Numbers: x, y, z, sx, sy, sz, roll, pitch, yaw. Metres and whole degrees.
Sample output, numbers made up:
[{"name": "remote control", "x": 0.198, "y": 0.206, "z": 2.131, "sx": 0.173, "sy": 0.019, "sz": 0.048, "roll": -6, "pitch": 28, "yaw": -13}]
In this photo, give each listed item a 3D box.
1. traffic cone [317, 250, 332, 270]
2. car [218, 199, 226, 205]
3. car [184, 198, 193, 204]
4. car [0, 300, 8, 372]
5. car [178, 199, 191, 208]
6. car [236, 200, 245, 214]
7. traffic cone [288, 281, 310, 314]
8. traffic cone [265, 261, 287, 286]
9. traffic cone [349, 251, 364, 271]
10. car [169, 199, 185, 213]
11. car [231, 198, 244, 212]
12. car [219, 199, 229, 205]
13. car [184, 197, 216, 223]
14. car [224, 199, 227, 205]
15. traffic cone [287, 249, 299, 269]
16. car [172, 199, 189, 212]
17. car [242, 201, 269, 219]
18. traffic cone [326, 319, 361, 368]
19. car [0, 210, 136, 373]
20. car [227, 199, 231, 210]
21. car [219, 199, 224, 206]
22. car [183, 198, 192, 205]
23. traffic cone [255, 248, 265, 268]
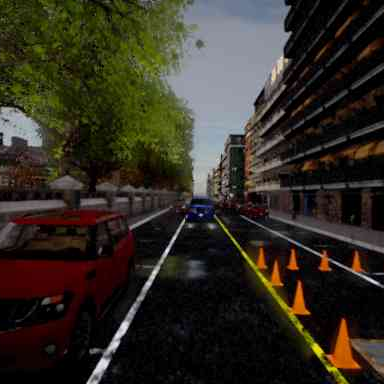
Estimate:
[{"name": "traffic cone", "x": 4.198, "y": 2.142, "z": 10.534, "sx": 0.340, "sy": 0.580, "sz": 0.340, "roll": 1, "pitch": 0, "yaw": 1}, {"name": "car", "x": 7.678, "y": 2.414, "z": 84.712, "sx": 1.752, "sy": 1.417, "sz": 4.829, "roll": 1, "pitch": -1, "yaw": 1}, {"name": "car", "x": -0.815, "y": 2.169, "z": 79.083, "sx": 2.008, "sy": 1.369, "sz": 4.403, "roll": 1, "pitch": -1, "yaw": 1}, {"name": "car", "x": -2.415, "y": 1.485, "z": 0.279, "sx": 1.887, "sy": 1.381, "sz": 4.507, "roll": 1, "pitch": 0, "yaw": 1}, {"name": "car", "x": -1.272, "y": 1.963, "z": 56.568, "sx": 2.008, "sy": 1.369, "sz": 4.403, "roll": 1, "pitch": 0, "yaw": 1}, {"name": "car", "x": 6.761, "y": 2.024, "z": 39.510, "sx": 1.887, "sy": 1.381, "sz": 4.507, "roll": 1, "pitch": 0, "yaw": 1}, {"name": "traffic cone", "x": 2.118, "y": 2.059, "z": 6.576, "sx": 0.340, "sy": 0.580, "sz": 0.340, "roll": 1, "pitch": 0, "yaw": 1}, {"name": "traffic cone", "x": 2.159, "y": 2.075, "z": 8.575, "sx": 0.340, "sy": 0.580, "sz": 0.340, "roll": 1, "pitch": 0, "yaw": 1}, {"name": "traffic cone", "x": 5.197, "y": 2.167, "z": 10.513, "sx": 0.340, "sy": 0.580, "sz": 0.340, "roll": 1, "pitch": 0, "yaw": 1}, {"name": "car", "x": -1.612, "y": 1.704, "z": 39.683, "sx": 1.967, "sy": 1.590, "sz": 4.097, "roll": 1, "pitch": 0, "yaw": 1}, {"name": "car", "x": 6.878, "y": 1.969, "z": 45.139, "sx": 1.967, "sy": 1.590, "sz": 4.097, "roll": 1, "pitch": 0, "yaw": 1}, {"name": "car", "x": 7.560, "y": 2.399, "z": 78.912, "sx": 1.947, "sy": 1.339, "sz": 4.313, "roll": 1, "pitch": -1, "yaw": 1}, {"name": "car", "x": 0.773, "y": 1.456, "z": 28.614, "sx": 2.150, "sy": 2.045, "sz": 5.566, "roll": 1, "pitch": 0, "yaw": 1}, {"name": "car", "x": 7.107, "y": 2.067, "z": 56.398, "sx": 1.967, "sy": 1.590, "sz": 4.097, "roll": 1, "pitch": 0, "yaw": 1}, {"name": "traffic cone", "x": 3.199, "y": 2.116, "z": 10.554, "sx": 0.340, "sy": 0.580, "sz": 0.340, "roll": 1, "pitch": 0, "yaw": 1}, {"name": "car", "x": -1.498, "y": 1.753, "z": 45.310, "sx": 1.967, "sy": 1.590, "sz": 4.097, "roll": 1, "pitch": 0, "yaw": 1}, {"name": "car", "x": 6.647, "y": 1.975, "z": 33.881, "sx": 1.887, "sy": 1.381, "sz": 4.507, "roll": 1, "pitch": 0, "yaw": 1}, {"name": "traffic cone", "x": 2.077, "y": 2.043, "z": 4.576, "sx": 0.340, "sy": 0.580, "sz": 0.340, "roll": 1, "pitch": 0, "yaw": 1}, {"name": "car", "x": -2.294, "y": 1.299, "z": 5.911, "sx": 2.192, "sy": 1.841, "sz": 5.009, "roll": 1, "pitch": 0, "yaw": 1}, {"name": "car", "x": 6.995, "y": 1.893, "z": 50.769, "sx": 2.192, "sy": 1.841, "sz": 5.009, "roll": 1, "pitch": 0, "yaw": 1}, {"name": "car", "x": 7.449, "y": 2.220, "z": 73.284, "sx": 1.967, "sy": 1.590, "sz": 4.097, "roll": 1, "pitch": -1, "yaw": 1}, {"name": "car", "x": -0.932, "y": 2.089, "z": 73.284, "sx": 1.752, "sy": 1.417, "sz": 4.829, "roll": 1, "pitch": 0, "yaw": 1}, {"name": "traffic cone", "x": 2.199, "y": 2.090, "z": 10.575, "sx": 0.340, "sy": 0.580, "sz": 0.340, "roll": 1, "pitch": 0, "yaw": 1}]
